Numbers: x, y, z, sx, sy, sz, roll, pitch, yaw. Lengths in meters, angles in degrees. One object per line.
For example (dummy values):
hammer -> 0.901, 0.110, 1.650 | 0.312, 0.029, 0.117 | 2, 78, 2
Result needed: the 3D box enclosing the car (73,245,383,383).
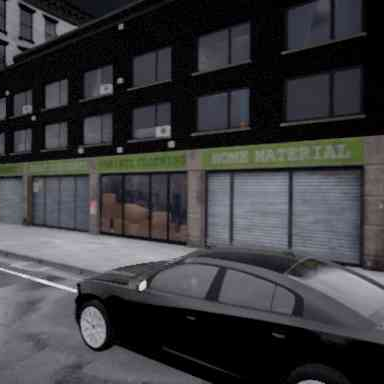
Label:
car -> 0.466, 1.465, 4.428 | 5.008, 1.535, 1.882 | 0, 0, 36
